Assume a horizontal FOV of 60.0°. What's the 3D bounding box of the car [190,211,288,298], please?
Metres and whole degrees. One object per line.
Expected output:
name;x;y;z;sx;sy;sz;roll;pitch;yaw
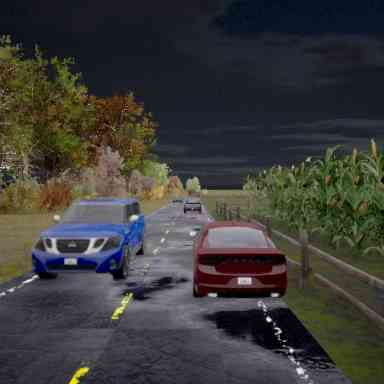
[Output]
car;0.964;1.475;8.554;1.882;1.535;5.008;0;0;0

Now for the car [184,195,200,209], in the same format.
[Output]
car;0.060;1.346;46.034;2.097;1.767;4.553;0;0;1

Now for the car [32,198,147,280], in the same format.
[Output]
car;-2.749;1.218;10.294;2.150;2.045;5.566;0;0;0

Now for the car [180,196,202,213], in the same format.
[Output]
car;0.078;1.486;35.999;2.128;1.511;4.902;0;0;0

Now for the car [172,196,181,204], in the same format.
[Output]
car;-2.743;1.558;64.866;1.994;1.385;4.181;0;0;0
